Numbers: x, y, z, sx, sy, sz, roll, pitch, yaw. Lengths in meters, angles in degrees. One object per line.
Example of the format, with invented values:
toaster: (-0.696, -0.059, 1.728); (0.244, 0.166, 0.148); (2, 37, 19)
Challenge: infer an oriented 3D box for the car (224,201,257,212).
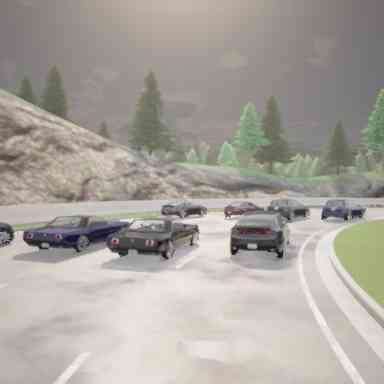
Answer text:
car: (4.588, 1.516, 29.239); (1.812, 1.442, 4.674); (0, 0, 41)

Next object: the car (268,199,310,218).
car: (8.100, 1.357, 27.886); (2.097, 1.767, 4.553); (0, 0, 42)

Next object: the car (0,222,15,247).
car: (-8.735, 1.459, 12.045); (1.837, 1.490, 4.892); (0, 0, 14)

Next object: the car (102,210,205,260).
car: (-1.172, 1.584, 12.509); (1.895, 1.301, 4.718); (0, 0, 17)

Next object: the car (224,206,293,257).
car: (2.770, 1.503, 13.052); (1.837, 1.490, 4.892); (0, 0, 20)

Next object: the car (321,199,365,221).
car: (12.541, 1.375, 27.422); (4.553, 1.767, 2.097); (0, 0, -44)

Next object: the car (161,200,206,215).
car: (-0.621, 1.462, 28.747); (2.128, 1.511, 4.902); (0, 0, 36)

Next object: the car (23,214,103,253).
car: (-4.417, 1.570, 13.702); (1.895, 1.301, 4.718); (0, 0, 18)
